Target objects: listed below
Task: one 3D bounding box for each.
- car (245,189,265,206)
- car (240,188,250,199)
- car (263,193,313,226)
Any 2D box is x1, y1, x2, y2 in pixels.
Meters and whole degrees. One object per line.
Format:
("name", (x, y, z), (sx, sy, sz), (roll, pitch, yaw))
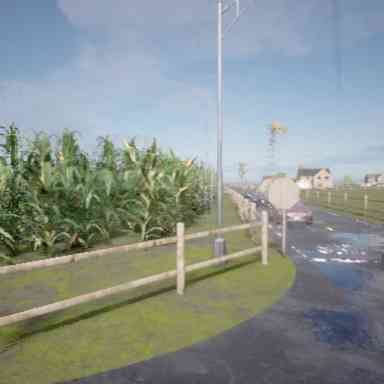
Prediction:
("car", (6.692, 0.690, 32.888), (1.994, 1.385, 4.181), (0, 1, 5))
("car", (8.207, 0.234, 49.025), (1.837, 1.490, 4.892), (0, 1, 5))
("car", (5.462, 1.002, 18.989), (1.812, 1.442, 4.674), (0, 1, 5))
